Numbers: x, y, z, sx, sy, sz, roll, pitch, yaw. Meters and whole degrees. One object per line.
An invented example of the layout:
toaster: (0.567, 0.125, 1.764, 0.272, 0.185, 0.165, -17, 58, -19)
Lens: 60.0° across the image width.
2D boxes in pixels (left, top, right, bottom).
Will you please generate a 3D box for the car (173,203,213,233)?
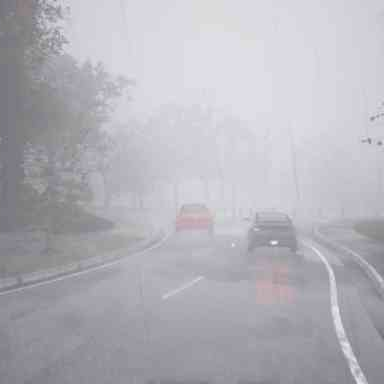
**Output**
car: (-0.019, 1.431, 20.328, 2.097, 1.767, 4.553, 0, 0, -5)

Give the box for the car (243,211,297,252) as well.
car: (3.292, 1.567, 14.316, 1.837, 1.490, 4.892, 1, 0, 8)
